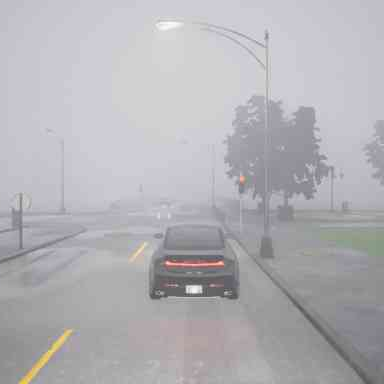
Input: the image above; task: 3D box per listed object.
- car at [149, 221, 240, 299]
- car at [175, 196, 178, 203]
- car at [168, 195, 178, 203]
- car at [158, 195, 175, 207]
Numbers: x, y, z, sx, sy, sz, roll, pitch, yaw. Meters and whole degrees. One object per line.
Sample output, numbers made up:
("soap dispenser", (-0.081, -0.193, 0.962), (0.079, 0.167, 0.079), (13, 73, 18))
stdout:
("car", (0.056, 1.505, 8.411), (1.837, 1.490, 4.892), (0, 0, 0))
("car", (-4.100, 1.601, 60.237), (1.895, 1.301, 4.718), (0, 0, 0))
("car", (-4.035, 1.500, 70.451), (1.837, 1.490, 4.892), (0, 0, 0))
("car", (-4.120, 1.505, 50.844), (1.837, 1.490, 4.892), (0, 0, 0))
